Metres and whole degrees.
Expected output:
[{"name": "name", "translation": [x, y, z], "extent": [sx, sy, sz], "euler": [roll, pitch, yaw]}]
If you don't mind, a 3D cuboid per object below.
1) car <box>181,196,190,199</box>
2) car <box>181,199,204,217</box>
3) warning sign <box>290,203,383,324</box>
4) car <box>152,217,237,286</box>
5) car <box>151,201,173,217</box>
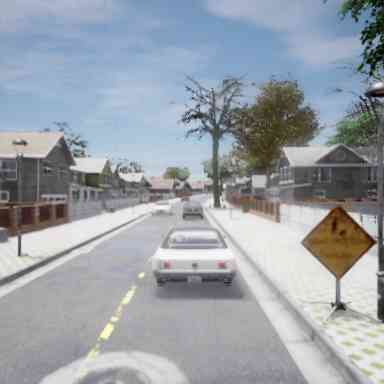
[{"name": "car", "translation": [-1.444, 1.587, 73.802], "extent": [1.895, 1.301, 4.718], "euler": [0, 0, 4]}, {"name": "car", "translation": [0.092, 1.615, 30.211], "extent": [2.033, 1.411, 5.357], "euler": [0, 0, 0]}, {"name": "warning sign", "translation": [2.508, 1.137, 5.733], "extent": [1.300, 1.860, 1.060], "euler": [-1, -1, 0]}, {"name": "car", "translation": [0.066, 1.633, 9.506], "extent": [1.895, 1.301, 4.718], "euler": [0, 0, 0]}, {"name": "car", "translation": [-2.844, 1.595, 32.586], "extent": [1.812, 1.442, 4.674], "euler": [0, 0, 0]}]
